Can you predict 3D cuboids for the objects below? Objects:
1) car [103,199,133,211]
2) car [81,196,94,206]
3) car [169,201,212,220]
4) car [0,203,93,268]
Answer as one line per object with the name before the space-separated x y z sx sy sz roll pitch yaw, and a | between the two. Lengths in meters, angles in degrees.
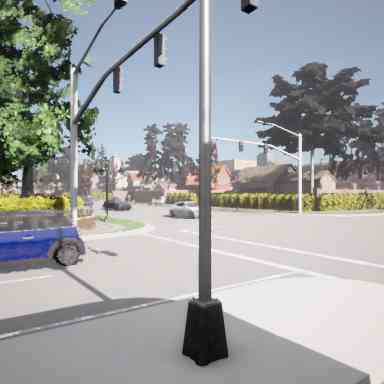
car | -9.222 1.548 40.828 2.033 1.411 5.357 0 0 -36
car | -16.818 1.352 51.341 2.097 1.767 4.553 0 0 -36
car | -0.249 1.526 28.486 1.812 1.442 4.674 0 0 -37
car | -5.612 1.352 9.829 4.553 1.767 2.097 0 0 -36
